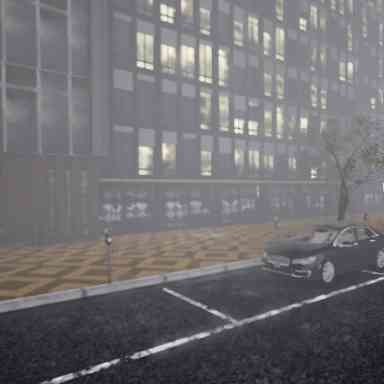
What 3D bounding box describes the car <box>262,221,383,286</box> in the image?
[{"bbox_3d":[3.840,1.539,9.301,4.403,1.369,2.008,0,0,-35],"label":"car"}]
